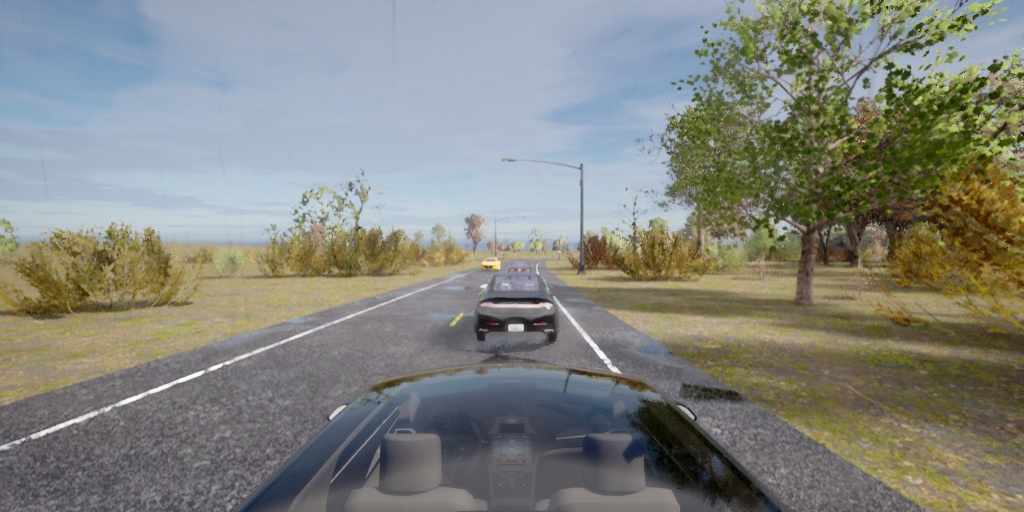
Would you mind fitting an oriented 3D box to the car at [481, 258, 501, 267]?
[{"bbox_3d":[-2.412,0.946,41.650,1.882,1.535,5.008,0,0,3],"label":"car"}]

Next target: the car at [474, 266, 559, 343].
[{"bbox_3d":[0.133,1.193,9.532,2.128,1.511,4.902,0,0,1],"label":"car"}]

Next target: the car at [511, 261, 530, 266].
[{"bbox_3d":[0.687,1.109,29.613,2.033,1.411,5.357,0,0,2],"label":"car"}]
